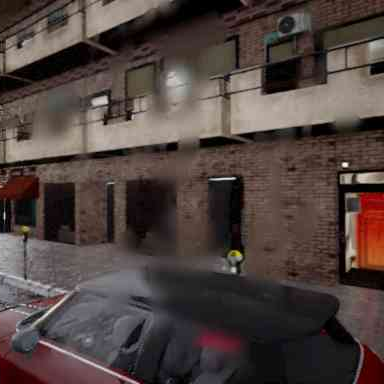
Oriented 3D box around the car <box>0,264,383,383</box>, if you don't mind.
[{"bbox_3d":[-0.488,1.436,3.082,4.097,1.590,1.967,0,-1,36],"label":"car"}]
